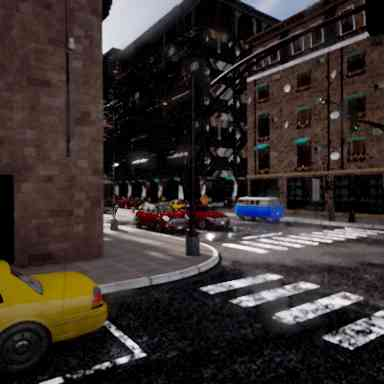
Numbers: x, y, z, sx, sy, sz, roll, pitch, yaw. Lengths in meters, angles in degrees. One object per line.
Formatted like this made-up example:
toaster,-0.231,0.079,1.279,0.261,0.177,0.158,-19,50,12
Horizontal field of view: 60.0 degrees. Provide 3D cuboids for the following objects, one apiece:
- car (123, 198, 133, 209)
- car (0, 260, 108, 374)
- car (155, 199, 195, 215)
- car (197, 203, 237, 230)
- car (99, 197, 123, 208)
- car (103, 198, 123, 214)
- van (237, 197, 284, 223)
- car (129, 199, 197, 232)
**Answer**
car,-8.363,1.474,43.276,1.887,1.381,4.507,0,0,-36
car,-3.530,1.525,4.046,4.829,1.417,1.752,0,0,-36
car,-1.805,1.460,34.256,1.752,1.417,4.829,0,0,-36
car,0.465,1.516,21.290,1.812,1.442,4.674,0,0,-34
car,-11.692,1.474,47.856,1.887,1.381,4.507,0,0,-36
car,-9.378,1.475,34.832,1.837,1.490,4.892,0,0,-36
van,4.954,1.291,24.959,1.690,1.788,3.998,0,0,-36
car,-1.835,1.447,20.047,1.967,1.590,4.097,0,0,-36
